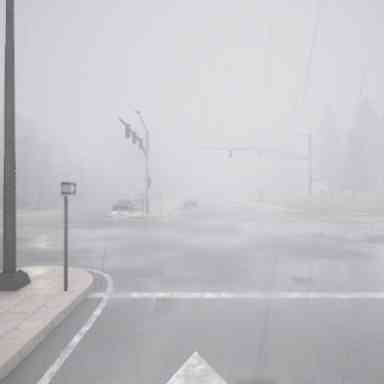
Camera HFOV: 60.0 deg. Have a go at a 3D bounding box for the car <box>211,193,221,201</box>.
[{"bbox_3d":[6.185,1.223,86.026,2.150,2.045,5.566,0,0,-1],"label":"car"}]

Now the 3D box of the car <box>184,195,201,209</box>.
[{"bbox_3d":[-0.157,1.524,44.910,1.812,1.442,4.674,0,0,-1],"label":"car"}]

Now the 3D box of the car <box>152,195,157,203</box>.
[{"bbox_3d":[-8.562,1.353,70.100,2.097,1.767,4.553,0,0,-1],"label":"car"}]

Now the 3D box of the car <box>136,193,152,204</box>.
[{"bbox_3d":[-8.415,1.211,55.471,2.150,2.045,5.566,0,1,-1],"label":"car"}]

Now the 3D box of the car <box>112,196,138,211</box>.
[{"bbox_3d":[-8.194,1.546,40.015,2.033,1.411,5.357,0,0,-1],"label":"car"}]

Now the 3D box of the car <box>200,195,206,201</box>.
[{"bbox_3d":[2.685,1.522,86.016,1.812,1.442,4.674,0,0,-1],"label":"car"}]

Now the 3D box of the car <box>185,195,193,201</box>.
[{"bbox_3d":[-0.815,1.498,85.953,1.837,1.490,4.892,0,0,-1],"label":"car"}]
